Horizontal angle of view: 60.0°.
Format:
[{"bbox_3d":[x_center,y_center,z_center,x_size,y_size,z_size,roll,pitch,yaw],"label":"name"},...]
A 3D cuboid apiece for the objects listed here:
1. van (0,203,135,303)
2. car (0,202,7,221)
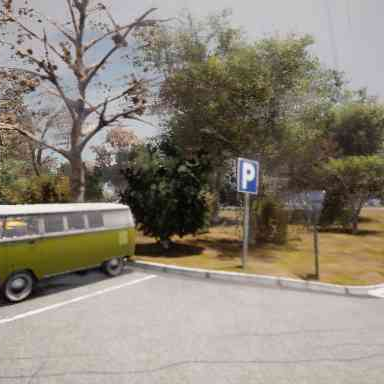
[{"bbox_3d":[-3.522,1.291,8.197,1.878,1.987,4.442,-1,0,36],"label":"van"},{"bbox_3d":[-20.778,1.976,32.271,4.553,1.767,2.097,0,-2,-43],"label":"car"}]
